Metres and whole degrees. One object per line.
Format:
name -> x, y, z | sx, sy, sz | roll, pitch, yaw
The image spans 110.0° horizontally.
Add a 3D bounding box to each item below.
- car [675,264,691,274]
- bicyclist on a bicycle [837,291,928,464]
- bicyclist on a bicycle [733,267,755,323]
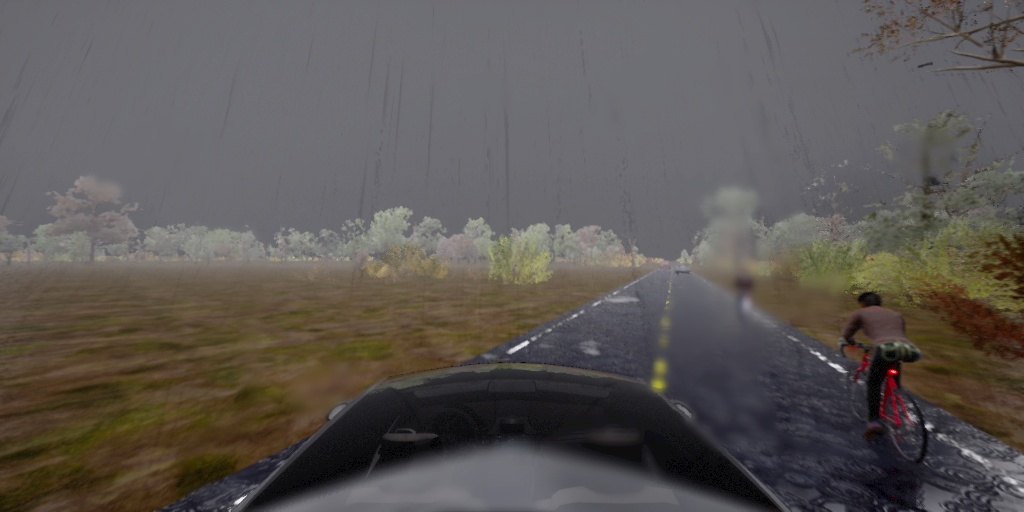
car -> 25.821, 2.007, 54.166 | 1.994, 1.385, 4.181 | 0, -1, 24
bicyclist on a bicycle -> 4.101, 1.236, 4.018 | 0.582, 1.620, 1.656 | -1, -1, 24
bicyclist on a bicycle -> 7.610, 1.254, 11.799 | 0.659, 1.776, 1.843 | 0, 0, 24
